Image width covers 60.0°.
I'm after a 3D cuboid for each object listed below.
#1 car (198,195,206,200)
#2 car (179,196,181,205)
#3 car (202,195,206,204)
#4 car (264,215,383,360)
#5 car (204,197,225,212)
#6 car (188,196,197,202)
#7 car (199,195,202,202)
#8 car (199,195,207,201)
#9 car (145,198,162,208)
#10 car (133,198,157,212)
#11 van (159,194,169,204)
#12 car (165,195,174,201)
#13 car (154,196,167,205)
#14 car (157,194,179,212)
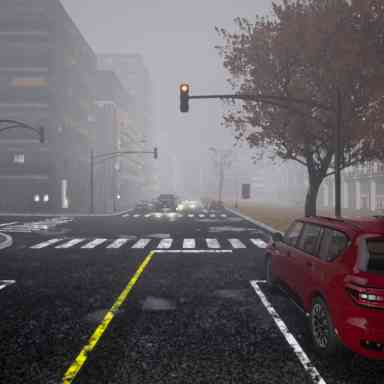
[{"bbox_3d":[2.827,1.637,93.643,2.008,1.369,4.403,0,0,0],"label":"car"},{"bbox_3d":[-3.011,1.528,50.094,1.837,1.490,4.892,0,0,0],"label":"car"},{"bbox_3d":[2.762,1.548,49.552,1.752,1.417,4.829,0,0,0],"label":"car"},{"bbox_3d":[2.700,1.315,5.928,2.192,1.841,5.009,0,0,0],"label":"car"},{"bbox_3d":[2.746,1.557,38.316,1.887,1.381,4.507,0,0,0],"label":"car"},{"bbox_3d":[0.118,1.586,79.845,1.812,1.442,4.674,0,0,0],"label":"car"},{"bbox_3d":[2.787,1.625,65.979,1.802,1.307,4.206,0,0,0],"label":"car"},{"bbox_3d":[2.819,1.620,88.111,1.887,1.381,4.507,0,0,0],"label":"car"},{"bbox_3d":[-5.618,1.573,49.395,2.008,1.369,4.403,0,0,0],"label":"car"},{"bbox_3d":[-5.634,1.563,38.329,2.008,1.369,4.403,0,0,0],"label":"car"},{"bbox_3d":[-5.594,1.384,65.993,1.690,1.788,3.998,0,0,0],"label":"van"},{"bbox_3d":[-5.570,1.506,82.591,1.967,1.590,4.097,0,0,0],"label":"car"},{"bbox_3d":[-5.602,1.476,60.460,1.967,1.590,4.097,0,0,0],"label":"car"},{"bbox_3d":[-3.033,1.235,40.075,2.150,2.045,5.566,0,0,0],"label":"car"}]
